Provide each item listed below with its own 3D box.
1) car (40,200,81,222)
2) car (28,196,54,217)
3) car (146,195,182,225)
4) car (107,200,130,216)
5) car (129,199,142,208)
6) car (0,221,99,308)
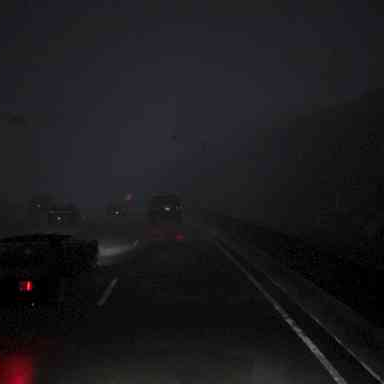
[{"bbox_3d":[-9.678,1.614,25.381,2.128,1.511,4.902,-1,0,-12],"label":"car"},{"bbox_3d":[-15.200,1.414,33.968,2.150,2.045,5.566,0,0,-16],"label":"car"},{"bbox_3d":[-2.154,1.248,24.976,2.150,2.045,5.566,0,0,-11],"label":"car"},{"bbox_3d":[-7.795,1.699,34.193,1.895,1.301,4.718,-1,0,-15],"label":"car"},{"bbox_3d":[-8.569,1.709,48.148,1.895,1.301,4.718,-1,0,-20],"label":"car"},{"bbox_3d":[-3.576,1.646,7.913,1.895,1.301,4.718,-1,0,-4],"label":"car"}]
